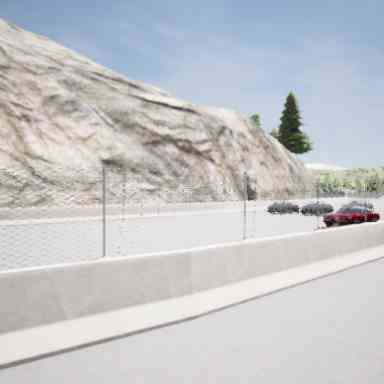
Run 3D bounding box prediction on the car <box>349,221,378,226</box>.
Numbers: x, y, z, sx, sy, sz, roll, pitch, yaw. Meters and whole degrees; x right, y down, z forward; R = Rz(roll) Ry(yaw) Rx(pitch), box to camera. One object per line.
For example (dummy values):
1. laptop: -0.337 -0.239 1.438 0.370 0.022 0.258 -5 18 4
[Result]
1. car: 10.401 1.632 21.574 4.718 1.301 1.895 0 0 -42
